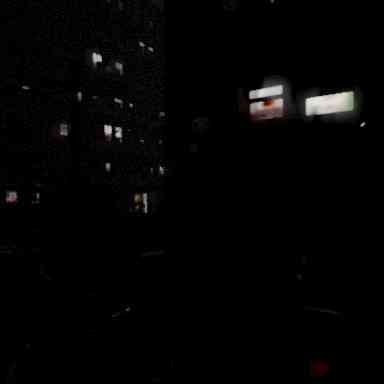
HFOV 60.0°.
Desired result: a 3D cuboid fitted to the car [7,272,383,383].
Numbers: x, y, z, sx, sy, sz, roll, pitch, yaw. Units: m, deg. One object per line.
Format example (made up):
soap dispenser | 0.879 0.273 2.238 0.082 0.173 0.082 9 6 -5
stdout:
car | 0.274 1.430 2.682 4.097 1.590 1.967 1 0 36
